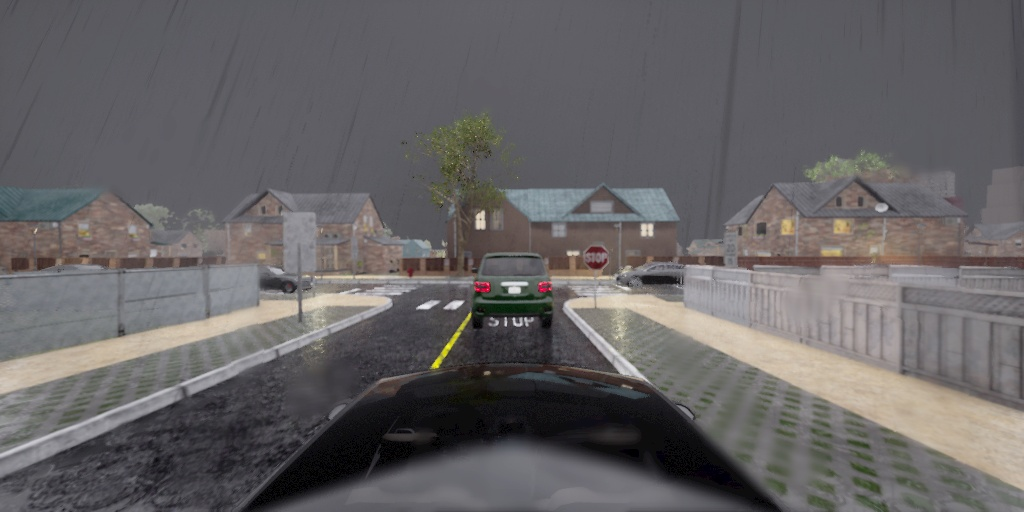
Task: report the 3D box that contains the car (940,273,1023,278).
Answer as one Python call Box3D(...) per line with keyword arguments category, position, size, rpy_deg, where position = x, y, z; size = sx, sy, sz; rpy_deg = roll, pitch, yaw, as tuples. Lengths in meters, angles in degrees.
Box3D(category="car", position=(24.351, 1.275, 18.204), size=(4.181, 1.385, 1.994), rpy_deg=(0, 2, 1))

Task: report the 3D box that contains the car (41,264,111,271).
Box3D(category="car", position=(-23.579, 1.186, 19.804), size=(5.008, 1.535, 1.882), rpy_deg=(0, 2, 2))

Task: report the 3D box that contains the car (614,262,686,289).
Box3D(category="car", position=(8.711, 1.122, 21.661), size=(4.902, 1.511, 2.128), rpy_deg=(0, 2, 2))

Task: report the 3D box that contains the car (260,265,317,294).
Box3D(category="car", position=(-13.104, 1.240, 19.450), size=(4.674, 1.442, 1.812), rpy_deg=(0, 2, 2))

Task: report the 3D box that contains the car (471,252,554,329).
Box3D(category="car", position=(-0.107, 0.930, 11.295), size=(2.150, 2.045, 5.566), rpy_deg=(0, 0, -4))

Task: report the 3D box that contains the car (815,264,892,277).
Box3D(category="car", position=(21.170, 1.177, 21.243), size=(5.357, 1.411, 2.033), rpy_deg=(0, 2, 2))
